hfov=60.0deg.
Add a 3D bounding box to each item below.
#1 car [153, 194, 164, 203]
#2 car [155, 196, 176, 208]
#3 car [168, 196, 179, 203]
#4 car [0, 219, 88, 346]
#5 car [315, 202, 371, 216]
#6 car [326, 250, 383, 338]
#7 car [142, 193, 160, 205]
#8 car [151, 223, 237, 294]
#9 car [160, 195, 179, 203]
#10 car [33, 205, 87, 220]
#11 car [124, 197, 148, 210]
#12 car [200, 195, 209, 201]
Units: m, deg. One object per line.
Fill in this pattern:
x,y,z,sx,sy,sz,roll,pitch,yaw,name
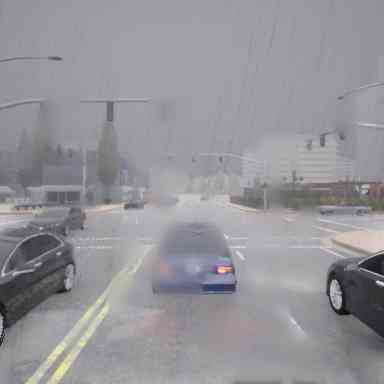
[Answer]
-7.251,1.354,72.551,2.097,1.767,4.553,0,0,0,car
-3.763,1.601,47.583,1.895,1.301,4.718,0,0,0,car
-3.750,1.564,68.467,1.994,1.385,4.181,0,0,0,car
-3.620,1.505,6.000,1.837,1.490,4.892,0,0,0,car
14.337,1.601,31.831,4.718,1.301,1.895,0,0,1,car
3.546,1.505,4.662,1.837,1.490,4.892,0,0,0,car
-7.283,1.223,57.059,2.150,2.045,5.566,0,0,0,car
0.052,1.547,8.906,2.033,1.411,5.357,0,0,0,car
-3.781,1.491,56.853,2.128,1.511,4.902,0,0,0,car
-7.163,1.504,18.145,1.837,1.490,4.892,0,0,0,car
-7.294,1.601,42.276,1.895,1.301,4.718,0,0,1,car
3.207,1.553,84.585,1.994,1.385,4.181,0,0,0,car
